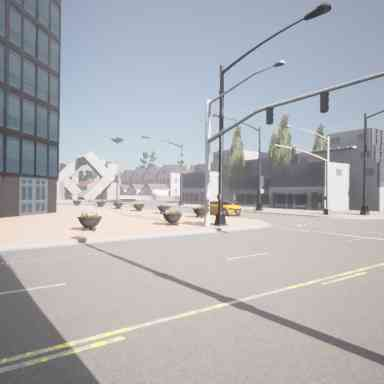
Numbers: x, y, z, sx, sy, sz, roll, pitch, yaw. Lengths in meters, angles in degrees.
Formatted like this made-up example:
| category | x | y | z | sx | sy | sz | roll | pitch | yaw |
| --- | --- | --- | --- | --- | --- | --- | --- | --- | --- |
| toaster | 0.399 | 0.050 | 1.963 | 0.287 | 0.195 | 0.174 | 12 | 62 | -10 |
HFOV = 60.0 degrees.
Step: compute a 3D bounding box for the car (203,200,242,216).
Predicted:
| category | x | y | z | sx | sy | sz | roll | pitch | yaw |
| --- | --- | --- | --- | --- | --- | --- | --- | --- | --- |
| car | 2.956 | 1.563 | 33.648 | 1.882 | 1.535 | 5.008 | 1 | -1 | -35 |
